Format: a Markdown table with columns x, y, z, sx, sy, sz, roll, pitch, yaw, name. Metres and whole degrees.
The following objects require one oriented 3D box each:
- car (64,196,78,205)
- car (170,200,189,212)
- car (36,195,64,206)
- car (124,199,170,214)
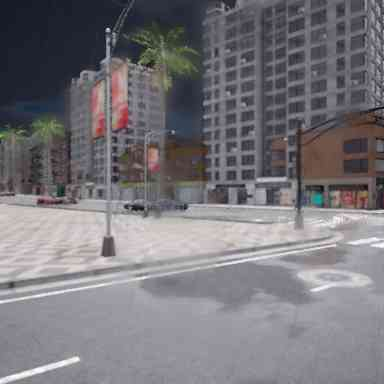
| x | y | z | sx | sy | sz | roll | pitch | yaw | name |
| --- | --- | --- | --- | --- | --- | --- | --- | --- | --- |
| -19.650 | 1.340 | 52.371 | 4.181 | 1.385 | 1.994 | 0 | 0 | 45 | car |
| -2.582 | 1.474 | 36.518 | 4.718 | 1.301 | 1.895 | 0 | 0 | 41 | car |
| -21.534 | 1.267 | 49.662 | 5.008 | 1.535 | 1.882 | 0 | 0 | 45 | car |
| -4.847 | 1.485 | 34.179 | 4.718 | 1.301 | 1.895 | 0 | 0 | 41 | car |
